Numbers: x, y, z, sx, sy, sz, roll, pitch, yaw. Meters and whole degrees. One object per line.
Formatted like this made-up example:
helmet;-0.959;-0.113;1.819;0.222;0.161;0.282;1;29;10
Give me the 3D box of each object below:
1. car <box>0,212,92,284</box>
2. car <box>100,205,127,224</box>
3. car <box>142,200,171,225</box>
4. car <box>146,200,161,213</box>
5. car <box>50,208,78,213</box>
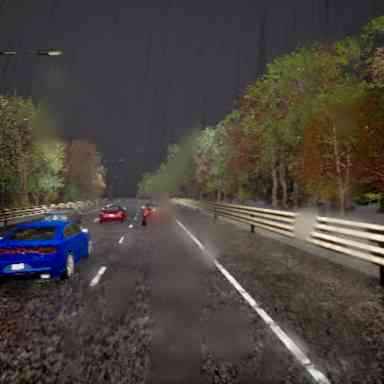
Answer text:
car;-4.432;1.641;10.382;1.882;1.535;5.008;-2;0;-7
car;-6.618;1.838;28.260;1.994;1.385;4.181;-2;0;-7
car;-2.831;1.490;26.109;2.097;1.767;4.553;-2;0;-7
car;-5.116;1.807;43.457;1.812;1.442;4.674;-2;0;-8
car;-9.820;1.922;25.690;2.033;1.411;5.357;-2;0;-7
